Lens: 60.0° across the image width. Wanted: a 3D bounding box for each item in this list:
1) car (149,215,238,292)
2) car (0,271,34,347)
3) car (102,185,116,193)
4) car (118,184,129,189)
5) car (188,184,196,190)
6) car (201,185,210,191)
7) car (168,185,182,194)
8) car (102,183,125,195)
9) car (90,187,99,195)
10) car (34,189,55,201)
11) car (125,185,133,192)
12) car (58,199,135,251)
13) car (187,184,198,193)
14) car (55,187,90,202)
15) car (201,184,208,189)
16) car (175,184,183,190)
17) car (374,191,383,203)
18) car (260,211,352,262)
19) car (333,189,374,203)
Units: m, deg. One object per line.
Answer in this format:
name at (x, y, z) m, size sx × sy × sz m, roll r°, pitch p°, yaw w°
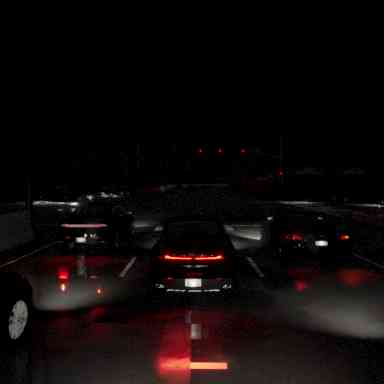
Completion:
car at (0.051, 1.338, 8.512) m, size 1.837 × 1.490 × 4.892 m, roll 0°, pitch 2°, yaw 1°
car at (-3.407, 1.476, 3.324) m, size 1.837 × 1.490 × 4.892 m, roll 0°, pitch 1°, yaw 0°
car at (-17.555, -0.673, 70.229) m, size 1.812 × 1.442 × 4.674 m, roll 0°, pitch 2°, yaw 0°
car at (-17.567, -1.428, 85.657) m, size 1.994 × 1.385 × 4.181 m, roll 0°, pitch 2°, yaw 0°
car at (-0.072, -1.373, 91.896) m, size 2.033 × 1.411 × 5.357 m, roll 0°, pitch 2°, yaw 0°
car at (3.436, -1.092, 81.069) m, size 1.882 × 1.535 × 5.008 m, roll 0°, pitch 2°, yaw 0°
car at (-3.449, -0.370, 63.377) m, size 1.895 × 1.301 × 4.718 m, roll 0°, pitch 2°, yaw 0°
car at (-14.117, -0.616, 59.301) m, size 2.150 × 2.045 × 5.566 m, roll 0°, pitch 2°, yaw 0°
car at (-17.616, -0.173, 57.426) m, size 1.895 × 1.301 × 4.718 m, roll 0°, pitch 2°, yaw 0°
car at (-17.628, 0.340, 40.778) m, size 1.994 × 1.385 × 4.181 m, roll 0°, pitch 2°, yaw 0°
car at (-14.056, -0.786, 72.239) m, size 1.882 × 1.535 × 5.008 m, roll 0°, pitch 2°, yaw 0°
car at (-3.427, 1.190, 12.711) m, size 2.128 × 1.511 × 4.902 m, roll 0°, pitch 2°, yaw 0°
car at (0.049, -0.518, 64.939) m, size 1.837 × 1.490 × 4.892 m, roll 0°, pitch 2°, yaw 0°
car at (-14.129, 0.323, 39.549) m, size 1.837 × 1.490 × 4.892 m, roll 0°, pitch 1°, yaw 0°
car at (3.428, -1.416, 91.514) m, size 1.895 × 1.301 × 4.718 m, roll 0°, pitch 2°, yaw 0°
car at (-3.572, -1.359, 91.477) m, size 2.033 × 1.411 × 5.357 m, roll 0°, pitch 2°, yaw 0°
car at (21.347, 0.595, 32.578) m, size 5.357 × 1.411 × 2.033 m, roll 0°, pitch 2°, yaw 2°
car at (3.564, 1.317, 11.112) m, size 1.994 × 1.385 × 4.181 m, roll 0°, pitch 2°, yaw 0°
car at (17.943, 0.419, 36.208) m, size 4.902 × 1.511 × 2.128 m, roll 0°, pitch 2°, yaw 2°
